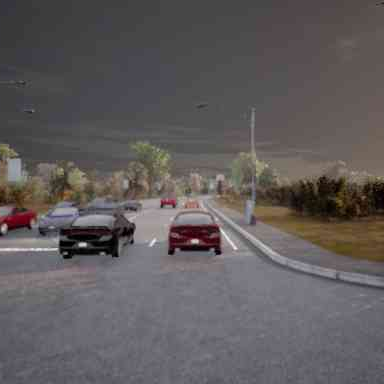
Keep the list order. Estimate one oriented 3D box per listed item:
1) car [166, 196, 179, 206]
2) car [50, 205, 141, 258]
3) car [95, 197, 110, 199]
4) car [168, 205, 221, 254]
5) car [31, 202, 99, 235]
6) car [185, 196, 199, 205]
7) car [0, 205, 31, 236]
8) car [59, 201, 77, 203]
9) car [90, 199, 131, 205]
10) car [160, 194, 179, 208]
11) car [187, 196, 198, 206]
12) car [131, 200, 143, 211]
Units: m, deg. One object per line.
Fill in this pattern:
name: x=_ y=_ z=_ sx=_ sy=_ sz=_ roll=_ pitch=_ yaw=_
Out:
car: x=-3.456 y=1.552 z=59.536 sx=1.882 sy=1.535 sz=5.008 roll=0 pitch=0 yaw=1
car: x=-3.400 y=1.494 z=12.822 sx=1.882 sy=1.535 sz=5.008 roll=0 pitch=0 yaw=0
car: x=-10.501 y=1.401 z=38.282 sx=2.097 sy=1.767 sz=4.553 roll=0 pitch=0 yaw=0
car: x=0.100 y=1.495 z=13.533 sx=1.882 sy=1.535 sz=5.008 roll=0 pitch=0 yaw=0
car: x=-7.089 y=1.550 z=19.173 sx=1.812 sy=1.442 sz=4.674 roll=0 pitch=0 yaw=0
car: x=0.004 y=1.414 z=49.514 sx=2.097 sy=1.767 sz=4.553 roll=0 pitch=0 yaw=0
car: x=-10.584 y=1.502 z=18.793 sx=1.882 sy=1.535 sz=5.008 roll=0 pitch=0 yaw=0
car: x=-10.542 y=1.541 z=28.210 sx=1.837 sy=1.490 sz=4.892 roll=0 pitch=0 yaw=1
car: x=-7.040 y=1.584 z=28.764 sx=2.033 sy=1.411 sz=5.357 roll=0 pitch=0 yaw=0
car: x=-3.496 y=1.283 z=49.158 sx=2.150 sy=2.045 sz=5.566 roll=0 pitch=0 yaw=0
car: x=0.044 y=1.552 z=59.514 sx=1.882 sy=1.535 sz=5.008 roll=0 pitch=0 yaw=1
car: x=-7.001 y=1.597 z=39.423 sx=2.033 sy=1.411 sz=5.357 roll=0 pitch=0 yaw=0
